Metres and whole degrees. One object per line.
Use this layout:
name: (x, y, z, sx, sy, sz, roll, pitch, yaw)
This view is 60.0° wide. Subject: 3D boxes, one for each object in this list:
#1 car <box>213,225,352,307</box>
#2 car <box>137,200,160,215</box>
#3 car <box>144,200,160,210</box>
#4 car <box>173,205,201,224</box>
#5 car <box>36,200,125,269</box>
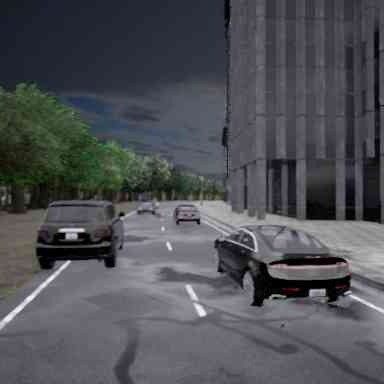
car: (1.820, 1.559, 8.211, 2.128, 1.511, 4.902, 0, 0, -9)
car: (-4.931, 1.722, 36.756, 2.033, 1.411, 5.357, 0, 0, -3)
car: (-5.665, 1.802, 47.374, 1.895, 1.301, 4.718, 0, 0, -1)
car: (-0.447, 1.701, 25.978, 2.033, 1.411, 5.357, 0, 0, -6)
car: (-3.603, 1.291, 11.579, 2.150, 2.045, 5.566, 0, 0, -8)
